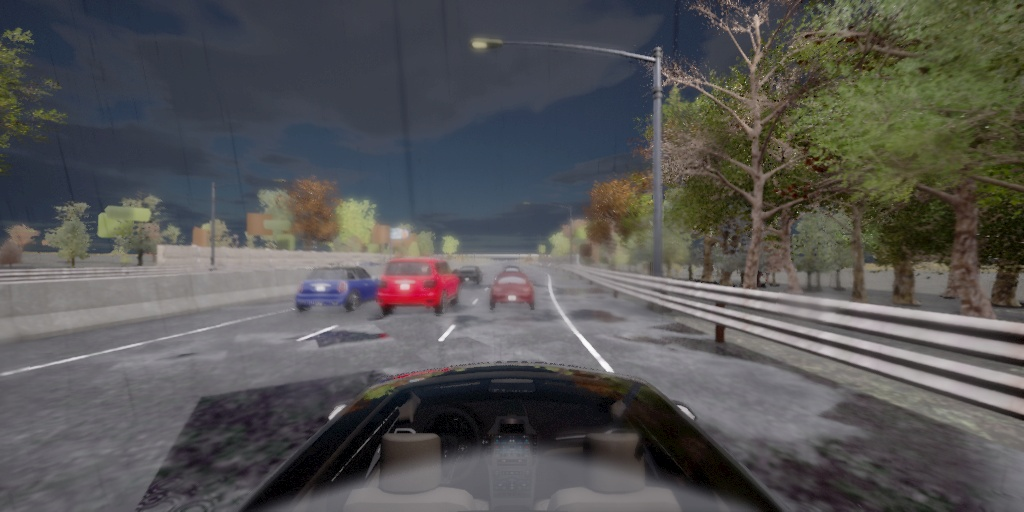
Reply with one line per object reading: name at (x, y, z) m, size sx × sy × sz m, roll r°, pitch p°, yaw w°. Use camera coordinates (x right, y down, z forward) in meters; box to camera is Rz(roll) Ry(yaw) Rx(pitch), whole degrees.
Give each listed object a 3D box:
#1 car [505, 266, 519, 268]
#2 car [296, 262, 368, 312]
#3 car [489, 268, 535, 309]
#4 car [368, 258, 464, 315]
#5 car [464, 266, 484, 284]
car at (0.025, 1.597, 30.742) m, size 1.812 × 1.442 × 4.674 m, roll 0°, pitch 0°, yaw 1°
car at (-6.977, 1.248, 15.260) m, size 2.097 × 1.767 × 4.553 m, roll 0°, pitch -1°, yaw 1°
car at (0.026, 1.428, 15.738) m, size 1.812 × 1.442 × 4.674 m, roll 0°, pitch 0°, yaw 1°
car at (-3.491, 1.113, 14.413) m, size 2.150 × 2.045 × 5.566 m, roll 0°, pitch 0°, yaw 0°
car at (-3.478, 1.575, 30.349) m, size 1.837 × 1.490 × 4.892 m, roll 0°, pitch 0°, yaw 1°
